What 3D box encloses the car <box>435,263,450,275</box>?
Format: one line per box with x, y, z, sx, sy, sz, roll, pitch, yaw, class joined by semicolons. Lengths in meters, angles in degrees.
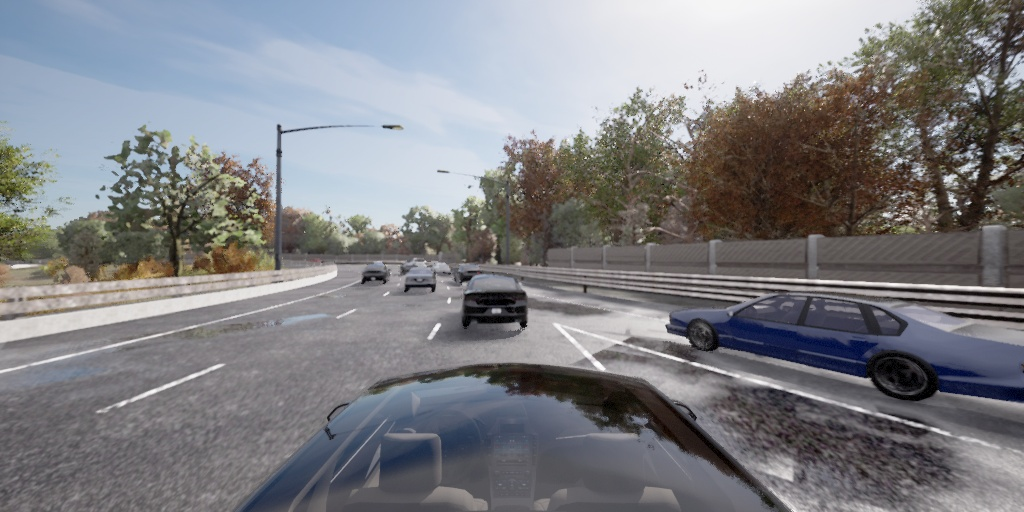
-8.947;1.594;44.482;1.812;1.442;4.674;0;-1;-23;car

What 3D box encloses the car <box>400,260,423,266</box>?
-12.952;1.552;44.938;2.128;1.511;4.902;0;-1;-24;car

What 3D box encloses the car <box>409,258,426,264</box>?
-15.546;1.380;57.663;2.150;2.045;5.566;0;0;-31;car

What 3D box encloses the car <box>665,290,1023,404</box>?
5.628;1.355;6.653;2.033;1.411;5.357;0;0;-28;car

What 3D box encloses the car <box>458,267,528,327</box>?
-0.646;1.310;11.914;1.882;1.535;5.008;0;0;-5;car

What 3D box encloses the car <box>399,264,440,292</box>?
-5.833;1.454;23.035;2.033;1.411;5.357;0;0;-12;car

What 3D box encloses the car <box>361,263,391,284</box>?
-10.976;1.446;29.045;1.837;1.490;4.892;0;0;-15;car

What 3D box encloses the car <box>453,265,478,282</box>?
-3.644;1.468;29.444;1.837;1.490;4.892;0;0;-18;car
